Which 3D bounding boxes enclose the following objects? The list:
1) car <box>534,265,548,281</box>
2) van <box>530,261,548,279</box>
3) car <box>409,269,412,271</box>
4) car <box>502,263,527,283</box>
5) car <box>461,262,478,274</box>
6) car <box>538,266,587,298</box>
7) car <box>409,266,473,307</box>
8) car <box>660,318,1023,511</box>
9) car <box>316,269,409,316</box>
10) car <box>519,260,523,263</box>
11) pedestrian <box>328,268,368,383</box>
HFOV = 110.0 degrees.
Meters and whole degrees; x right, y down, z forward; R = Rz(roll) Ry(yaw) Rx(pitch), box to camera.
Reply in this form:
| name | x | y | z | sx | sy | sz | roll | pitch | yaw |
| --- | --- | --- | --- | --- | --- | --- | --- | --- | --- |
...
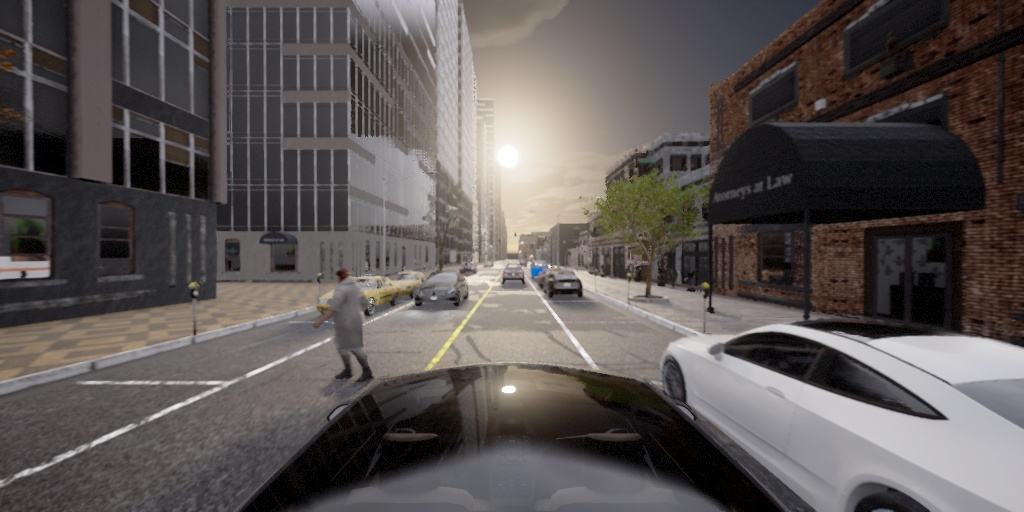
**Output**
| name | x | y | z | sx | sy | sz | roll | pitch | yaw |
| --- | --- | --- | --- | --- | --- | --- | --- | --- | --- |
| car | 2.719 | 1.515 | 25.098 | 1.802 | 1.307 | 4.207 | 0 | 0 | 0 |
| van | 2.733 | 1.361 | 36.167 | 1.690 | 1.789 | 3.998 | 0 | 0 | 0 |
| car | -5.669 | 1.416 | 19.417 | 1.751 | 1.417 | 4.829 | 0 | 0 | 0 |
| car | 0.126 | 1.523 | 30.472 | 2.033 | 1.411 | 5.357 | 0 | 0 | 0 |
| car | -5.634 | 1.547 | 47.261 | 1.967 | 1.591 | 4.097 | 0 | 0 | 0 |
| car | 2.712 | 1.456 | 19.564 | 1.948 | 1.339 | 4.313 | 0 | 0 | 0 |
| car | -3.080 | 1.393 | 16.484 | 1.812 | 1.442 | 4.674 | 0 | 0 | 0 |
| car | 3.002 | 1.288 | 3.186 | 1.812 | 1.442 | 4.674 | 0 | 0 | 0 |
| car | -5.676 | 1.373 | 13.882 | 1.751 | 1.417 | 4.829 | 0 | 0 | 0 |
| car | 0.147 | 1.577 | 46.330 | 1.882 | 1.535 | 5.008 | 0 | 0 | 0 |
| pedestrian | -2.660 | 1.076 | 5.820 | 0.375 | 1.860 | 0.375 | -1 | 0 | -2 |
